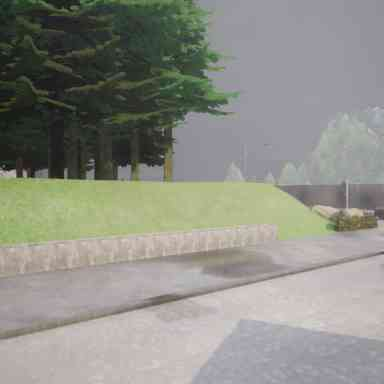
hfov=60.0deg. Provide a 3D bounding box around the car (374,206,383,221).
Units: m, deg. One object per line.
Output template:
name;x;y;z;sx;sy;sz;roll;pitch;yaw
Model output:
car;16.144;1.525;24.872;1.812;1.442;4.674;0;0;-29
